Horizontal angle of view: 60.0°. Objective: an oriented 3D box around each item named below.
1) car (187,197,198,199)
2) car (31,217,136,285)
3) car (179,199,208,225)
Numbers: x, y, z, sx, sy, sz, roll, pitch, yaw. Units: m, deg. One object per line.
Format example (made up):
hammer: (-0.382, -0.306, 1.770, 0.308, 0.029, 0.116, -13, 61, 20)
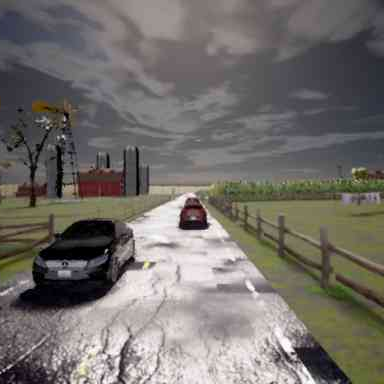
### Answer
car: (0.080, 1.337, 40.798, 1.882, 1.535, 5.008, 0, 0, 0)
car: (-2.756, 1.492, 9.510, 1.812, 1.442, 4.674, 0, 0, 0)
car: (0.092, 1.443, 22.870, 1.812, 1.442, 4.674, 0, 0, 0)
